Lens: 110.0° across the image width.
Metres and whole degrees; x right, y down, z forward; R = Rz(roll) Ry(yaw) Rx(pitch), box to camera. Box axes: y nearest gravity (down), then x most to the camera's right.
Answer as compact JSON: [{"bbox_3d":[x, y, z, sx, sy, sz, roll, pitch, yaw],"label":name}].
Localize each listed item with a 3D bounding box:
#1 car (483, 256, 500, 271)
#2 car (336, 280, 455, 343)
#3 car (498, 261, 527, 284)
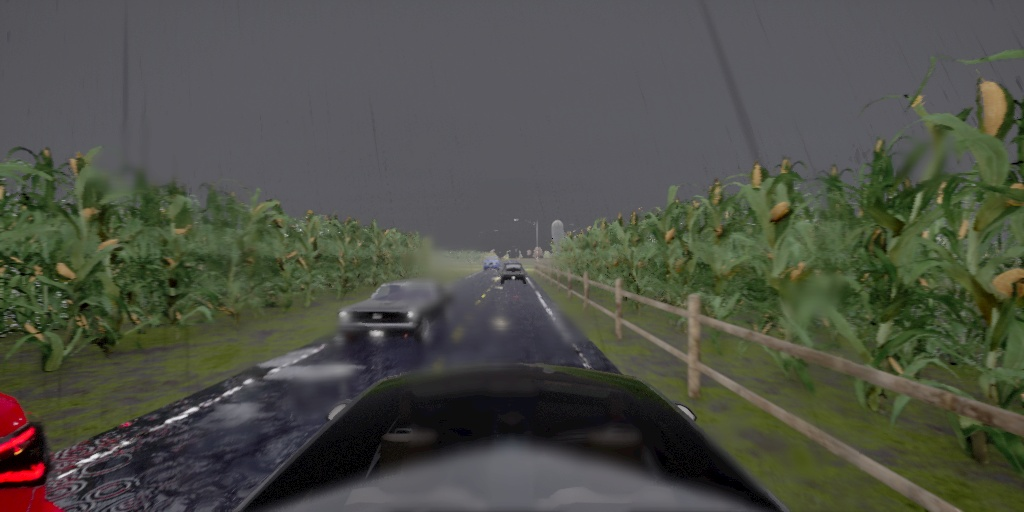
[{"bbox_3d":[-2.808,1.020,50.527,2.150,2.045,5.566,0,0,0],"label":"car"},{"bbox_3d":[-2.842,1.352,9.811,1.895,1.301,4.718,0,0,0],"label":"car"},{"bbox_3d":[0.104,1.271,27.643,1.837,1.490,4.892,0,0,0],"label":"car"}]
